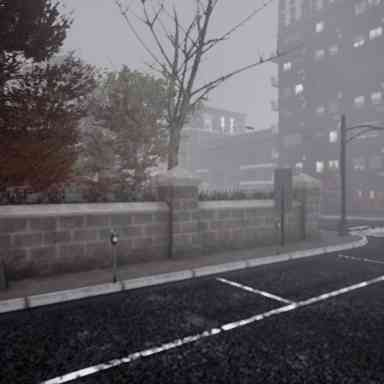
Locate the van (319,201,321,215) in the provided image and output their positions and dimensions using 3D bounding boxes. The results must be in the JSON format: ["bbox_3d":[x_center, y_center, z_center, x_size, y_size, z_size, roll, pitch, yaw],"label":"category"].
[{"bbox_3d":[10.677,1.643,32.788,1.690,1.788,3.998,-1,0,-36],"label":"van"}]
